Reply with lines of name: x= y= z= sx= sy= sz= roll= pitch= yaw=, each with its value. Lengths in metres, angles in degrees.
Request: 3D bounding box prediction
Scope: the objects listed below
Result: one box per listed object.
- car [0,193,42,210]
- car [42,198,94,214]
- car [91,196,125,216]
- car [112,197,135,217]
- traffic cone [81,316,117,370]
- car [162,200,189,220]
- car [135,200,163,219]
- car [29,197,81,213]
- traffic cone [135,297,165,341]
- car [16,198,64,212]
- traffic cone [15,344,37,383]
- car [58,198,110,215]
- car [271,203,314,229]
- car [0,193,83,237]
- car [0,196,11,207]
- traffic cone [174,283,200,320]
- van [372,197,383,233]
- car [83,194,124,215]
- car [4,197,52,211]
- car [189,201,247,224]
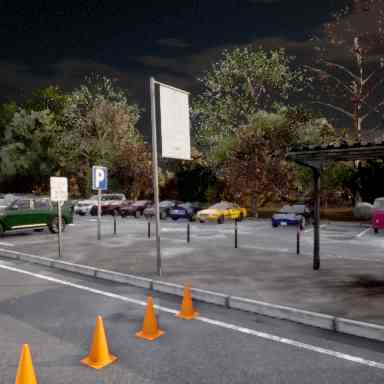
car: x=-22.592 y=1.152 z=42.881 sx=2.435 sy=2.045 sz=5.566 roll=0 pitch=0 yaw=35
car: x=-13.491 y=1.454 z=36.517 sx=2.097 sy=1.535 sz=5.008 roll=0 pitch=0 yaw=35
car: x=-6.670 y=1.465 z=31.738 sx=2.097 sy=1.535 sz=5.008 roll=0 pitch=0 yaw=35
car: x=-4.399 y=1.468 z=30.143 sx=2.097 sy=1.535 sz=5.008 roll=0 pitch=0 yaw=35
traffic cone: x=-1.237 y=1.957 z=4.434 sx=0.340 sy=0.580 sz=0.340 roll=0 pitch=0 yaw=35
car: x=0.157 y=1.504 z=26.972 sx=2.163 sy=1.488 sz=4.792 roll=0 pitch=0 yaw=35
car: x=-2.127 y=1.473 z=28.548 sx=2.231 sy=1.521 sz=4.892 roll=0 pitch=0 yaw=35
car: x=-15.655 y=1.443 z=38.268 sx=1.946 sy=1.575 sz=5.366 roll=0 pitch=0 yaw=35
traffic cone: x=-0.662 y=1.957 z=5.251 sx=0.340 sy=0.580 sz=0.340 roll=0 pitch=0 yaw=35
car: x=-18.046 y=1.468 z=39.686 sx=2.163 sy=1.488 sz=4.792 roll=0 pitch=0 yaw=35
traffic cone: x=-1.812 y=1.957 z=3.618 sx=0.340 sy=0.580 sz=0.340 roll=0 pitch=0 yaw=35
car: x=-11.219 y=1.461 z=34.919 sx=2.231 sy=1.521 sz=4.892 roll=0 pitch=0 yaw=35
car: x=6.938 y=1.513 z=22.138 sx=2.163 sy=1.488 sz=4.792 roll=0 pitch=0 yaw=35
car: x=-8.953 y=1.220 z=17.317 sx=2.435 sy=2.045 sz=5.566 roll=0 pitch=0 yaw=35
car: x=-29.285 y=1.331 z=47.844 sx=1.946 sy=1.575 sz=5.366 roll=1 pitch=0 yaw=35
traffic cone: x=-0.087 y=1.957 z=6.067 sx=0.340 sy=0.580 sz=0.340 roll=0 pitch=0 yaw=36
van: x=11.564 y=1.264 z=19.066 sx=1.878 sy=1.987 sz=4.442 roll=0 pitch=0 yaw=35
car: x=-8.961 y=1.211 z=33.306 sx=2.435 sy=2.045 sz=5.566 roll=0 pitch=0 yaw=35
car: x=-20.290 y=1.451 z=41.334 sx=2.163 sy=1.488 sz=4.792 roll=0 pitch=0 yaw=35
car: x=2.305 y=1.474 z=25.201 sx=1.946 sy=1.575 sz=5.366 roll=0 pitch=0 yaw=35
